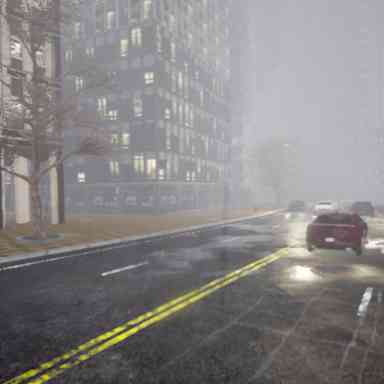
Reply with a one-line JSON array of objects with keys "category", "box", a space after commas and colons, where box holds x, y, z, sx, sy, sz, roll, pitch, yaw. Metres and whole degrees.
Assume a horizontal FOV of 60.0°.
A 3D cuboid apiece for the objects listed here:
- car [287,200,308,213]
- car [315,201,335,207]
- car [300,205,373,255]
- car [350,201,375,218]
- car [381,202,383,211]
[{"category": "car", "box": [12.503, 1.647, 39.255, 1.882, 1.535, 5.008, -1, -1, 25]}, {"category": "car", "box": [14.059, 1.645, 35.047, 1.812, 1.442, 4.674, -1, -1, 26]}, {"category": "car", "box": [6.107, 1.521, 13.702, 1.882, 1.535, 5.008, -1, 0, 32]}, {"category": "car", "box": [15.731, 1.545, 30.720, 1.882, 1.535, 5.008, -1, 0, 27]}, {"category": "car", "box": [22.634, 1.519, 37.540, 1.882, 1.535, 5.008, -1, 0, 25]}]
